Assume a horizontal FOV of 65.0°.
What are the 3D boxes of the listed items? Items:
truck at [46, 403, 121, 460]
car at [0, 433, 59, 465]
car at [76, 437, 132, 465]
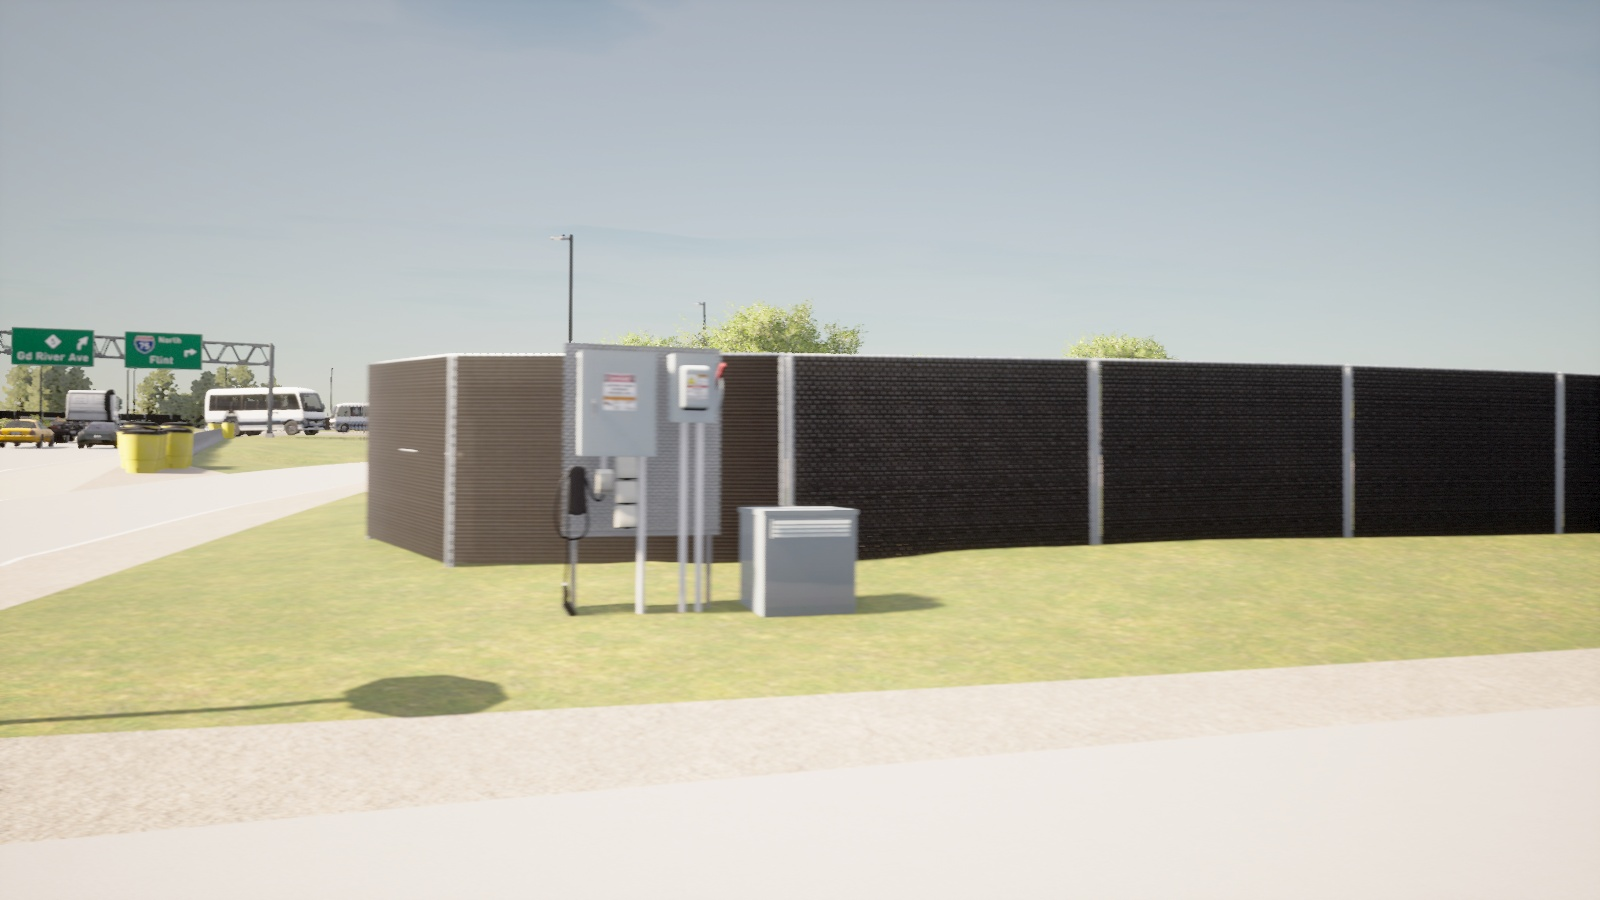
[{"bbox_3d":[-45.722,-1.219,80.312,2.891,3.462,7.936,-1,1,-21],"label":"truck"},{"bbox_3d":[-40.010,-0.064,65.075,1.801,1.575,5.366,-1,1,-21],"label":"car"},{"bbox_3d":[-36.793,0.023,66.467,1.994,1.385,4.181,-1,1,-21],"label":"car"}]
